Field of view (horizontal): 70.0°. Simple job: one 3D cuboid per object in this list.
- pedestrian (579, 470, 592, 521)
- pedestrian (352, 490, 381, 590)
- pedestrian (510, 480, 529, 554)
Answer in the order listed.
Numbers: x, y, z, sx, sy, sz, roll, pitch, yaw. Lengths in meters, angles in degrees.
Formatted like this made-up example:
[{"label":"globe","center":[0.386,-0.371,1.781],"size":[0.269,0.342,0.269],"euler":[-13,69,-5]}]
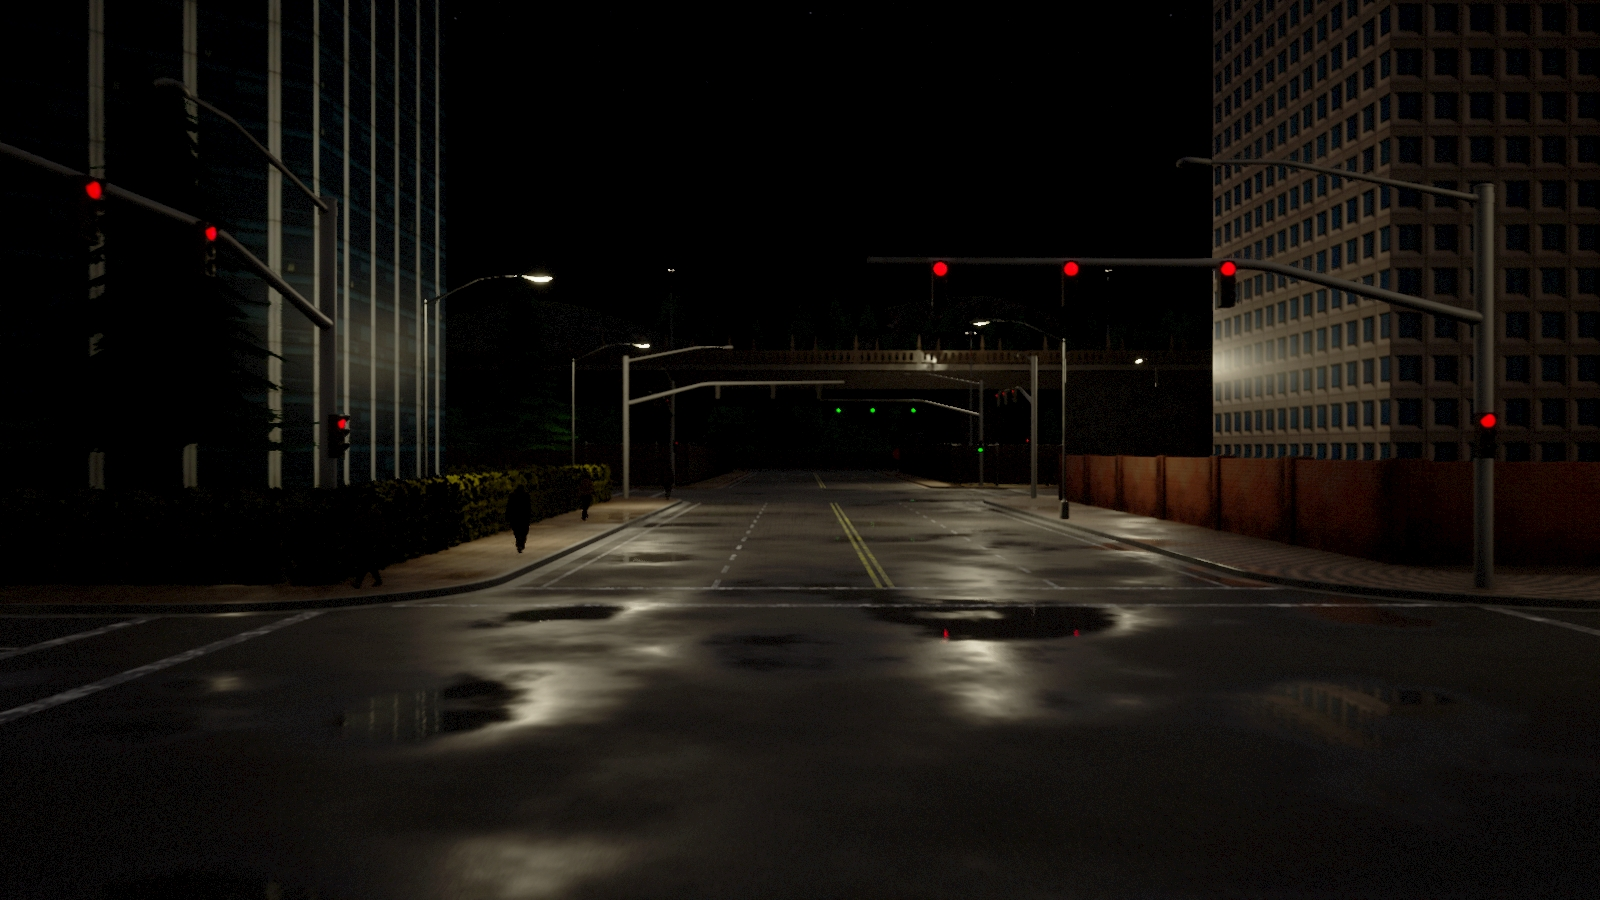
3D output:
[{"label":"pedestrian","center":[-7.947,1.692,42.302],"size":[0.375,1.860,0.375],"euler":[0,0,5]},{"label":"pedestrian","center":[-8.195,1.693,21.606],"size":[0.375,1.860,0.375],"euler":[0,0,13]},{"label":"pedestrian","center":[-7.132,1.693,29.071],"size":[0.375,1.860,0.375],"euler":[0,0,0]}]
